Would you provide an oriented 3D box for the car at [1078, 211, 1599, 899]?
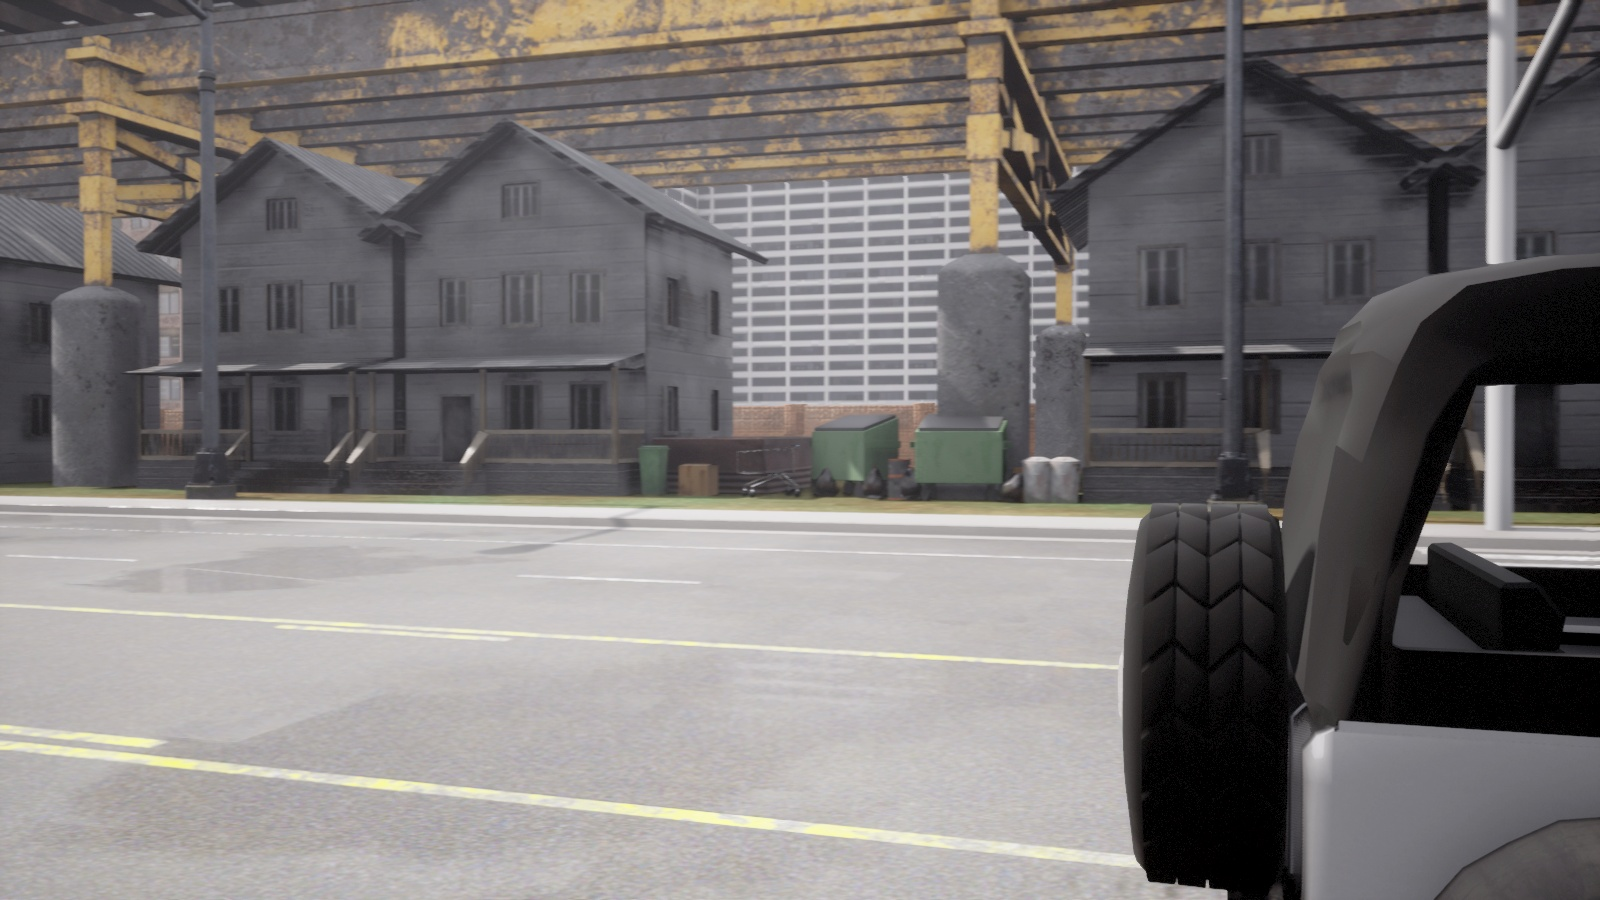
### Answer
[{"bbox_3d":[2.587,0.596,2.336,3.866,1.878,1.905,1,1,18],"label":"car"}]
